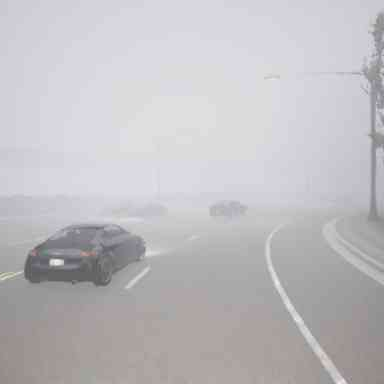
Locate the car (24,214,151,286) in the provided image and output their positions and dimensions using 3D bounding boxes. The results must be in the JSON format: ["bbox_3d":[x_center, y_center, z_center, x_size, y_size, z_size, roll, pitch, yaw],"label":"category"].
[{"bbox_3d":[-2.751,1.539,9.430,1.994,1.385,4.181,0,0,8],"label":"car"}]

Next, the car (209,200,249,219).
[{"bbox_3d":[3.269,1.397,28.704,1.882,1.535,5.008,-2,-1,31],"label":"car"}]

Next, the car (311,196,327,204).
[{"bbox_3d":[23.408,1.408,59.954,4.181,1.385,1.994,-1,-1,-28],"label":"car"}]

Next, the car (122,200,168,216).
[{"bbox_3d":[-3.850,1.543,29.396,1.994,1.385,4.181,-1,0,28],"label":"car"}]

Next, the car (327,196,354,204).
[{"bbox_3d":[25.908,1.329,57.280,4.181,1.385,1.994,-1,-1,-28],"label":"car"}]

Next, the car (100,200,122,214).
[{"bbox_3d":[-6.658,1.530,31.616,1.812,1.442,4.674,-1,0,29],"label":"car"}]
